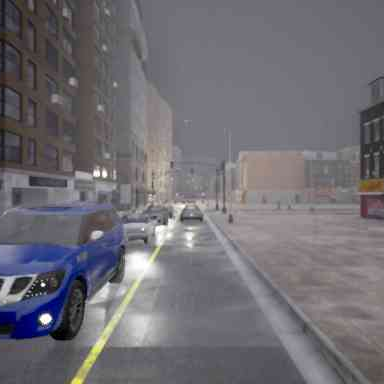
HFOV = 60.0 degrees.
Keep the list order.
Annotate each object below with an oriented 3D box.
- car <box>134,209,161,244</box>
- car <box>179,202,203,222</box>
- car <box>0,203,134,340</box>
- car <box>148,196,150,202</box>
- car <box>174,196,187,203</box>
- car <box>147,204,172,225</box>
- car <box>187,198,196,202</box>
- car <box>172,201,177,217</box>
[{"bbox_3d":[-2.895,1.752,16.861,1.895,1.301,4.718,0,0,0],"label":"car"},{"bbox_3d":[-0.034,1.819,28.852,1.994,1.385,4.181,0,-1,0],"label":"car"},{"bbox_3d":[-2.862,1.286,7.008,2.150,2.045,5.566,0,0,0],"label":"car"},{"bbox_3d":[-14.358,2.143,91.809,5.566,2.045,2.150,0,0,9],"label":"car"},{"bbox_3d":[-2.990,1.908,77.763,2.150,2.045,5.566,0,-1,0],"label":"car"},{"bbox_3d":[-2.894,1.798,26.177,1.994,1.385,4.181,0,-1,0],"label":"car"},{"bbox_3d":[-0.530,2.293,83.567,1.812,1.442,4.674,0,-1,-25],"label":"car"},{"bbox_3d":[-2.852,1.908,34.256,1.895,1.301,4.718,0,-1,0],"label":"car"}]
